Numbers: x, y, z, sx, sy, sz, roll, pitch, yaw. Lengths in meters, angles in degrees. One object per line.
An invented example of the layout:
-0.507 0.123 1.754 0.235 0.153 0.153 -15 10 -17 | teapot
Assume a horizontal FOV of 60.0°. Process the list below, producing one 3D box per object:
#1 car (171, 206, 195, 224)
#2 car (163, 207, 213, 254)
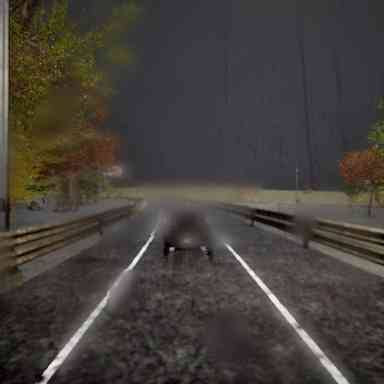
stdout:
-0.866 1.888 28.362 1.895 1.301 4.718 0 -1 -3 | car
-0.196 1.622 14.325 1.882 1.535 5.008 0 0 -1 | car
